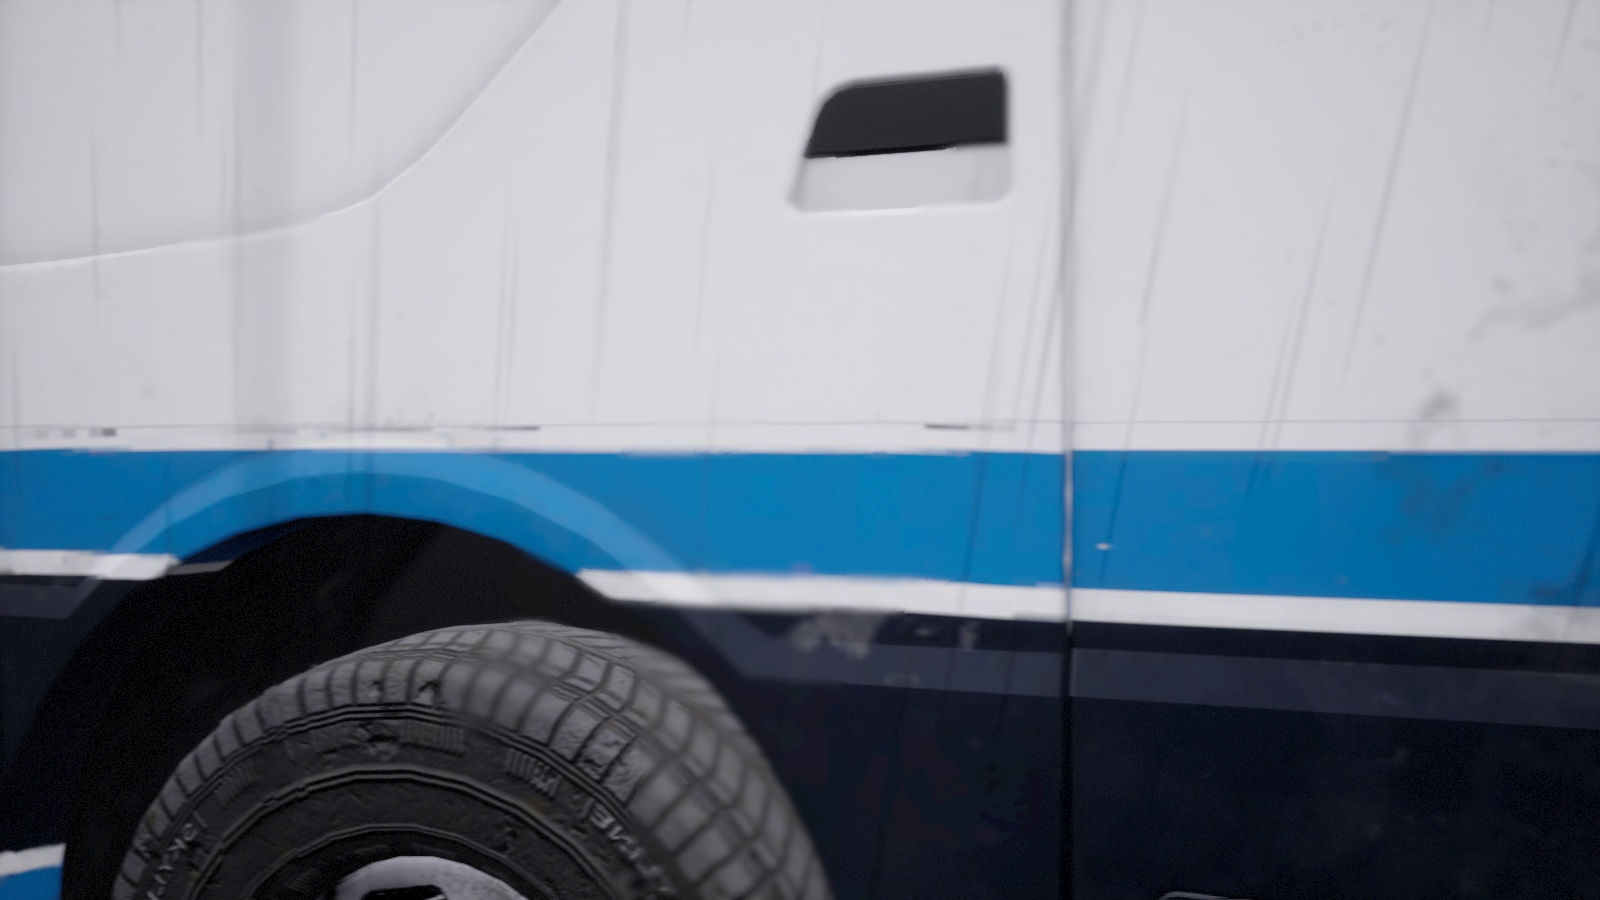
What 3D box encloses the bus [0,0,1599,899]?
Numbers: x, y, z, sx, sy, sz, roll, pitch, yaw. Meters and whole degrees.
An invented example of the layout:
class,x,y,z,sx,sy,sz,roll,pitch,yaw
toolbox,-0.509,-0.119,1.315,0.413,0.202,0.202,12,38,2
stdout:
class,x,y,z,sx,sy,sz,roll,pitch,yaw
bus,2.717,-0.576,2.260,10.273,4.253,3.944,1,1,19
